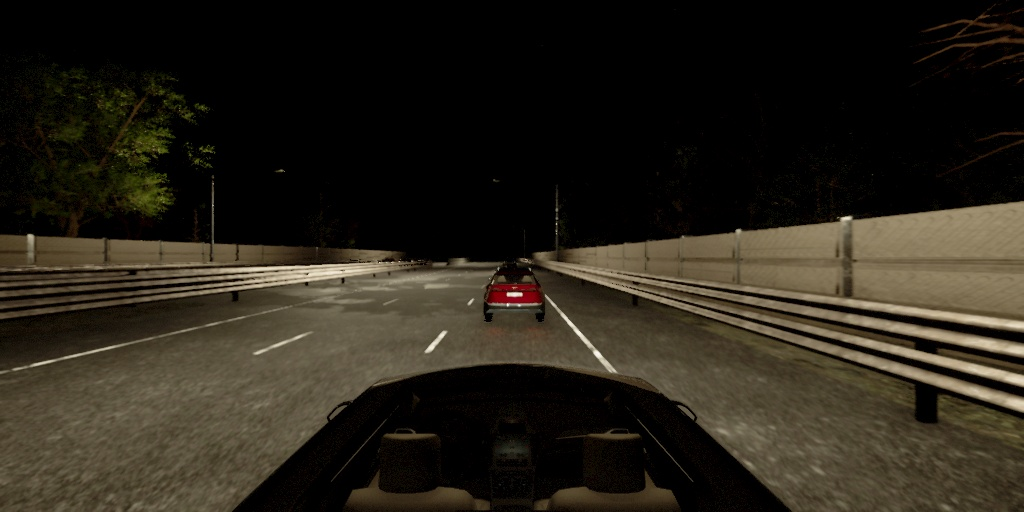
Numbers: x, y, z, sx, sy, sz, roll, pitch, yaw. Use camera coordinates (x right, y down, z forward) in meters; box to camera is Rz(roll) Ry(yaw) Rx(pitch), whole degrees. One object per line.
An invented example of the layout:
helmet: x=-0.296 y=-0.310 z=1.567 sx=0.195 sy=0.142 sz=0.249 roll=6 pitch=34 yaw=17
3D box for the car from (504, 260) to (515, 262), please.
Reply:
car: x=-0.281 y=1.274 z=43.319 sx=1.837 sy=1.490 sz=4.892 roll=0 pitch=0 yaw=-1

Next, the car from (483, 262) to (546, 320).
car: x=0.065 y=1.184 z=12.621 sx=2.033 sy=1.649 sz=4.856 roll=0 pitch=0 yaw=0
